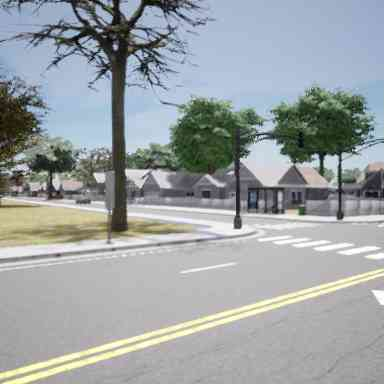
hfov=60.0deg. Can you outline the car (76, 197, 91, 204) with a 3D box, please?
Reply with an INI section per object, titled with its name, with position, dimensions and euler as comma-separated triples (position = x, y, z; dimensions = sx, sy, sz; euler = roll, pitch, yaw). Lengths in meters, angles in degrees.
[car]
position = -21.224, 1.666, 64.990
dimensions = 1.812, 1.442, 4.674
euler = 0, 0, -35
